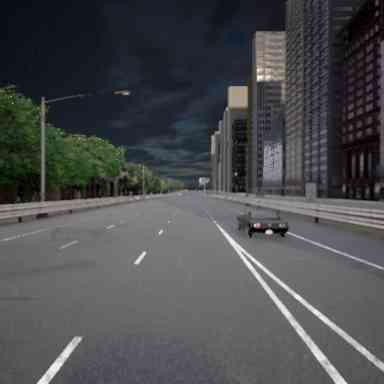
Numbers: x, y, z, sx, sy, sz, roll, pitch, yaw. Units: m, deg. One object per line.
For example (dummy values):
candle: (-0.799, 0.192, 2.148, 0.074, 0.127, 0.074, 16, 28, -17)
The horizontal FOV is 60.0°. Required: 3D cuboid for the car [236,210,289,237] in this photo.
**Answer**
car: (3.599, 1.603, 17.884, 1.895, 1.301, 4.718, 0, 0, -1)
